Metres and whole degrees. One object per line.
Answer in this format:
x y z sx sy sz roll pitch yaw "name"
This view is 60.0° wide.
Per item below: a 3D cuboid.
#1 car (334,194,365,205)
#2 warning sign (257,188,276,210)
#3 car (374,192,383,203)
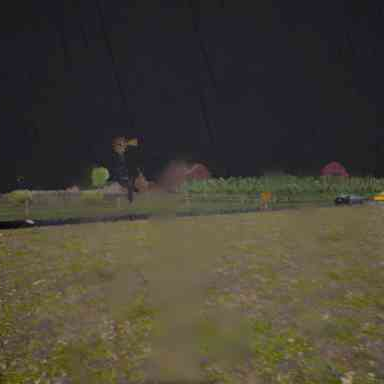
19.353 0.885 40.871 4.181 1.385 1.994 -1 0 -34 "car"
6.535 0.635 29.210 1.060 1.860 1.300 0 -1 -34 "warning sign"
27.508 0.677 46.507 5.008 1.535 1.882 -1 0 -34 "car"
